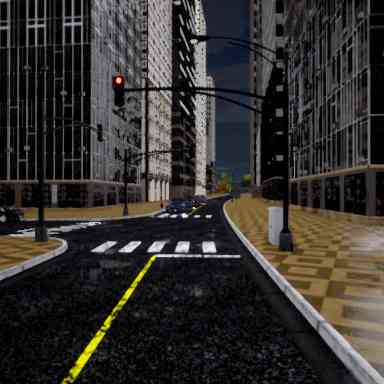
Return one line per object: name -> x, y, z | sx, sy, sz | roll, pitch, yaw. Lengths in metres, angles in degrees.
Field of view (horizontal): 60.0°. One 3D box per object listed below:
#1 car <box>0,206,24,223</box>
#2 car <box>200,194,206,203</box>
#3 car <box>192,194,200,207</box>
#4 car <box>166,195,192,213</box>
car -> -16.426, 1.845, 28.068 | 4.403, 1.369, 2.008 | -1, 1, 10
car -> 1.535, 1.254, 64.655 | 2.097, 1.767, 4.553 | 0, 0, 8
car -> -0.422, 1.293, 48.584 | 2.097, 1.767, 4.553 | 0, 0, 6
car -> -1.546, 1.317, 36.185 | 2.097, 1.767, 4.553 | 0, 0, 5
